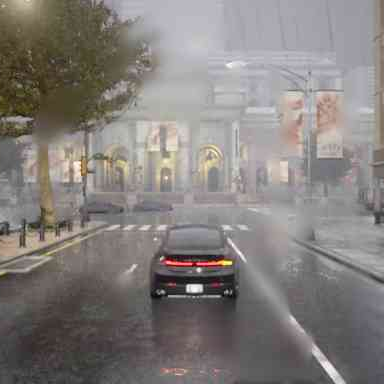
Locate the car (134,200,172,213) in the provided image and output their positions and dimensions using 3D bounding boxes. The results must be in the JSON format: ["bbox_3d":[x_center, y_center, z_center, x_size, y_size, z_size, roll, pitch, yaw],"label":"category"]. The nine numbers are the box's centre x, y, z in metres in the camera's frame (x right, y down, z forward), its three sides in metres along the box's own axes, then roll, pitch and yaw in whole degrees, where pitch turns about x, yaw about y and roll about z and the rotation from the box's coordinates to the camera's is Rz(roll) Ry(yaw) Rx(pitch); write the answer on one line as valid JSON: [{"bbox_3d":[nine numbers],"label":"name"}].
[{"bbox_3d":[-4.231,1.583,36.302,4.181,1.385,1.994,0,0,0],"label":"car"}]

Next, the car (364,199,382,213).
[{"bbox_3d":[21.484,1.497,36.192,5.008,1.535,1.882,0,0,0],"label":"car"}]

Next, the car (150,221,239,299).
[{"bbox_3d":[0.062,1.509,8.477,1.837,1.490,4.892,0,0,0],"label":"car"}]

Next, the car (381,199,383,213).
[{"bbox_3d":[21.828,1.522,32.683,4.892,1.490,1.837,0,0,0],"label":"car"}]

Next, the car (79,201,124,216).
[{"bbox_3d":[-8.886,1.581,32.823,4.181,1.385,1.994,0,0,0],"label":"car"}]
